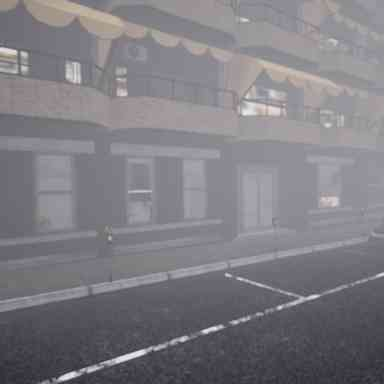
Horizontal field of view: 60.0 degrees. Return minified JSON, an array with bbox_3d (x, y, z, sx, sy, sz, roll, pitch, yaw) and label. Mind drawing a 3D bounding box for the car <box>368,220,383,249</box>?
[{"bbox_3d":[8.334,1.416,12.535,4.206,1.307,1.802,-1,0,-36],"label":"car"}]
